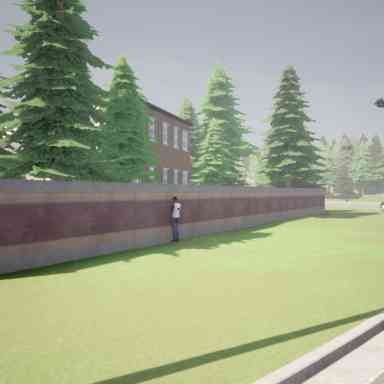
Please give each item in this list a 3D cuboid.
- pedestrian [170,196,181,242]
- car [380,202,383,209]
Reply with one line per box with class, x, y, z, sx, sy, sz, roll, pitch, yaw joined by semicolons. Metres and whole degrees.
pedestrian;-0.660;1.083;13.513;0.375;1.860;0.375;0;0;-42
car;25.211;1.505;40.670;1.837;1.490;4.892;0;0;-6
